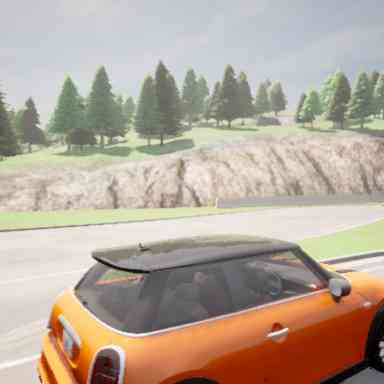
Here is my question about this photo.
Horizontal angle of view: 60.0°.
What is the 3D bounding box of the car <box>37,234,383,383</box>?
[{"bbox_3d":[0.666,1.323,4.111,4.553,1.767,2.097,-1,0,-34],"label":"car"}]
